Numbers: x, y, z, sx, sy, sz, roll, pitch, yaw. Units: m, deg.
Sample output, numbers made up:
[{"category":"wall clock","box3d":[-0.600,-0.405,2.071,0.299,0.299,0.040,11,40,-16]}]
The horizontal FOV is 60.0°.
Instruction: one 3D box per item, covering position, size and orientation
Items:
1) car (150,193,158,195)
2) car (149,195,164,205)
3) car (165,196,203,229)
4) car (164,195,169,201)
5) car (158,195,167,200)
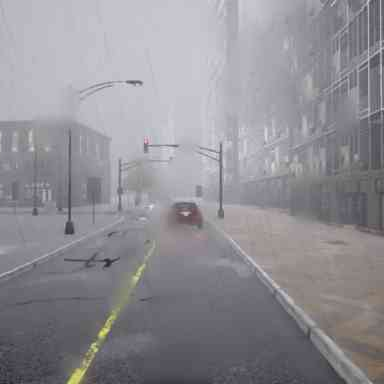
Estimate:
[{"category":"car","box3d":[-8.461,1.205,74.880,2.150,2.045,5.566,0,0,-8]},{"category":"car","box3d":[-6.449,1.589,59.466,1.895,1.301,4.718,0,0,-7]},{"category":"car","box3d":[-0.532,1.357,21.926,2.097,1.767,4.553,0,0,-4]},{"category":"car","box3d":[-6.061,1.454,77.371,1.882,1.535,5.008,0,0,-9]},{"category":"car","box3d":[-7.786,1.405,87.671,1.895,1.301,4.718,0,0,-11]}]
